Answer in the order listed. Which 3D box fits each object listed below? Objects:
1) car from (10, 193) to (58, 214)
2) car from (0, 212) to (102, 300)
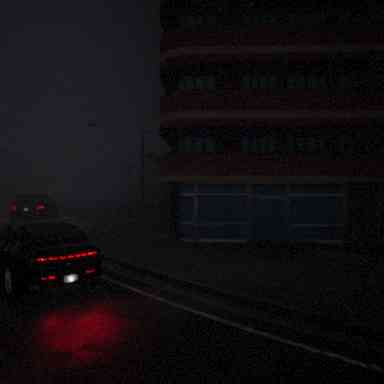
[{"bbox_3d":[-11.056,1.193,23.631,2.150,2.045,5.566,0,0,-12],"label":"car"},{"bbox_3d":[-4.005,1.495,8.544,1.837,1.490,4.892,0,0,-40],"label":"car"}]
